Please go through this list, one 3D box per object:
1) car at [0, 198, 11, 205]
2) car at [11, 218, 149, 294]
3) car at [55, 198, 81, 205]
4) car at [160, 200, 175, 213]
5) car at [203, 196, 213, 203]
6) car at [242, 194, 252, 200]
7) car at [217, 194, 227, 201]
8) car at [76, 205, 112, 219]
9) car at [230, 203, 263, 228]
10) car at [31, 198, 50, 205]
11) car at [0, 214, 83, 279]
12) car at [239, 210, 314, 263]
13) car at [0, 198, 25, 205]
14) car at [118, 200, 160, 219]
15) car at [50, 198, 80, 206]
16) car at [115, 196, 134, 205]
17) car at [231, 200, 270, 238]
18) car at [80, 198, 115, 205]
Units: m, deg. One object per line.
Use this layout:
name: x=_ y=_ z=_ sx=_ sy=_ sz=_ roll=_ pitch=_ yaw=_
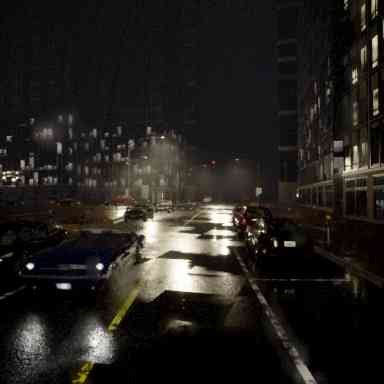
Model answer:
car: x=-40.134 y=1.985 z=68.848 sx=4.403 sy=1.369 sz=2.008 roll=0 pitch=-1 yaw=15
car: x=-2.537 y=1.606 z=8.954 sx=1.895 sy=1.301 sz=4.718 roll=0 pitch=0 yaw=2
car: x=-23.950 y=1.879 z=64.404 sx=4.403 sy=1.369 sz=2.008 roll=0 pitch=-1 yaw=15
car: x=-2.988 y=1.593 z=37.140 sx=2.008 sy=1.369 sz=4.403 roll=1 pitch=0 yaw=7
car: x=3.591 y=1.671 z=73.794 sx=1.752 sy=1.417 sz=4.829 roll=1 pitch=0 yaw=14
car: x=12.592 y=1.436 z=76.034 sx=2.192 sy=1.841 sz=5.009 roll=1 pitch=0 yaw=15
car: x=8.153 y=1.525 z=89.883 sx=2.192 sy=1.841 sz=5.009 roll=1 pitch=0 yaw=16
car: x=-4.886 y=1.539 z=15.284 sx=1.752 sy=1.417 sz=4.829 roll=1 pitch=0 yaw=3
car: x=3.662 y=1.555 z=23.200 sx=1.887 sy=1.381 sz=4.507 roll=1 pitch=0 yaw=5
car: x=-29.508 y=1.890 z=65.931 sx=4.829 sy=1.417 sz=1.752 roll=0 pitch=-1 yaw=15
car: x=-5.118 y=1.574 z=9.960 sx=1.947 sy=1.339 sz=4.313 roll=1 pitch=0 yaw=2
car: x=2.980 y=1.570 z=11.890 sx=1.947 sy=1.339 sz=4.313 roll=1 pitch=0 yaw=2
car: x=-31.417 y=1.764 z=58.284 sx=4.403 sy=1.369 sz=2.008 roll=0 pitch=-1 yaw=15
car: x=-4.118 y=1.576 z=26.383 sx=2.008 sy=1.369 sz=4.403 roll=1 pitch=0 yaw=5
car: x=-20.632 y=1.692 z=55.322 sx=4.403 sy=1.369 sz=2.008 roll=0 pitch=-1 yaw=15
car: x=-13.160 y=1.571 z=61.446 sx=5.009 sy=1.841 sz=2.192 roll=0 pitch=-1 yaw=15
car: x=3.273 y=1.448 z=17.570 sx=1.967 sy=1.590 sz=4.097 roll=1 pitch=0 yaw=4
car: x=-15.240 y=1.672 z=53.842 sx=4.313 sy=1.339 sz=1.947 roll=0 pitch=-1 yaw=15
